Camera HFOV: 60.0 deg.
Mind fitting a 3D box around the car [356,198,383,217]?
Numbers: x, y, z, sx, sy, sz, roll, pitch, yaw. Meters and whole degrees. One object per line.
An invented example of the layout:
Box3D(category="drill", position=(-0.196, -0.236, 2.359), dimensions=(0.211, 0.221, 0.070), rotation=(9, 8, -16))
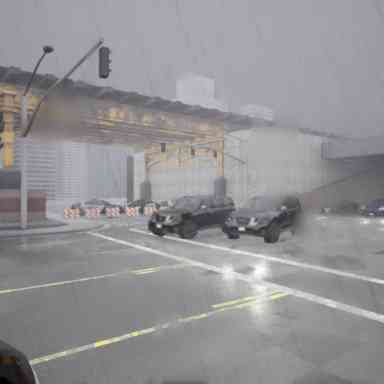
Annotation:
Box3D(category="car", position=(17.226, 1.352, 30.011), dimensions=(4.553, 1.767, 2.097), rotation=(0, 0, -37))

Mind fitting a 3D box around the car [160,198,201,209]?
Box3D(category="car", position=(-1.376, 1.295, 38.556), dimensions=(4.536, 1.218, 1.853), rotation=(0, 0, -7))

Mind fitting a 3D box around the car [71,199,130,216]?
Box3D(category="car", position=(-8.967, 1.453, 32.102), dimensions=(4.974, 1.542, 2.038), rotation=(0, 0, 8))

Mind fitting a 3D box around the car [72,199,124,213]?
Box3D(category="car", position=(-9.018, 1.295, 32.109), dimensions=(4.536, 1.218, 1.853), rotation=(0, 0, 8))

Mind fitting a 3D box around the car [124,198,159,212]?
Box3D(category="car", position=(-5.211, 1.295, 34.845), dimensions=(1.853, 1.218, 4.536), rotation=(0, 0, 18))

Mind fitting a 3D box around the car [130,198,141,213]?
Box3D(category="car", position=(-5.227, 1.453, 34.795), dimensions=(2.038, 1.542, 4.974), rotation=(0, 0, 18))

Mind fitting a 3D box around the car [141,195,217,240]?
Box3D(category="car", position=(0.279, 1.221, 17.500), dimensions=(2.150, 2.045, 5.566), rotation=(1, 1, 41))

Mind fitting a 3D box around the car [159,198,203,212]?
Box3D(category="car", position=(-1.325, 1.453, 38.563), dimensions=(4.974, 1.542, 2.038), rotation=(0, 0, -7))

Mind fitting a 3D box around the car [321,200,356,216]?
Box3D(category="car", position=(14.481, 1.491, 32.320), dimensions=(4.902, 1.511, 2.128), rotation=(0, 0, -37))

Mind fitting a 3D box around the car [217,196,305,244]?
Box3D(category="car", position=(3.769, 1.221, 16.378), dimensions=(2.150, 2.045, 5.566), rotation=(0, 0, 37))

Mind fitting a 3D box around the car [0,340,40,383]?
Box3D(category="car", position=(-3.294, 1.492, 1.421), dimensions=(4.902, 1.511, 2.128), rotation=(0, 0, -35))
